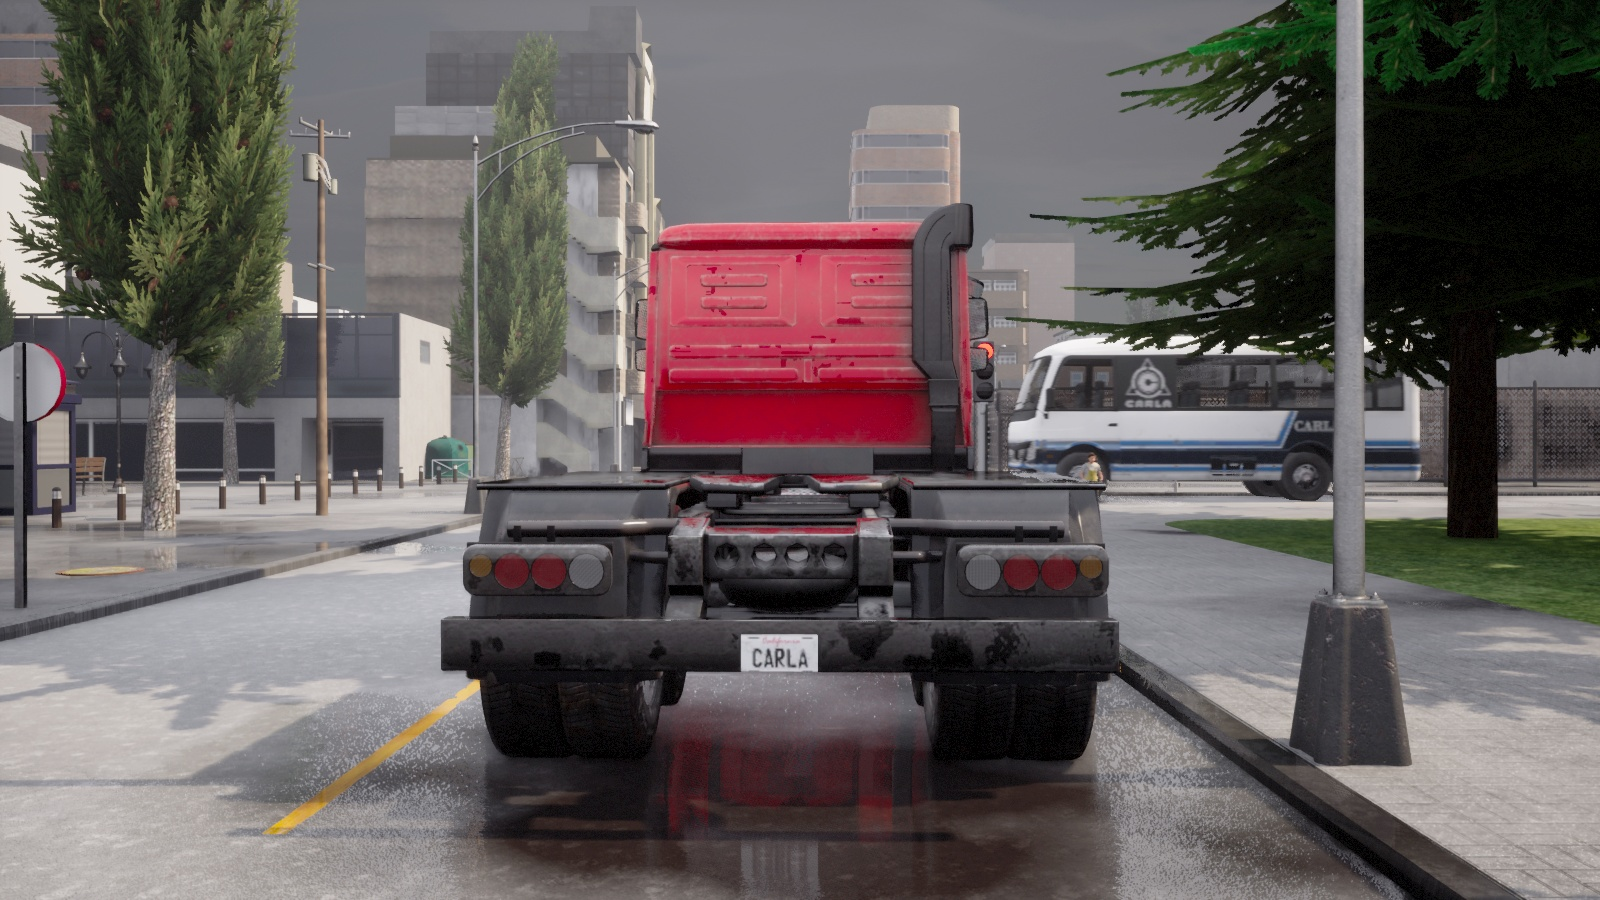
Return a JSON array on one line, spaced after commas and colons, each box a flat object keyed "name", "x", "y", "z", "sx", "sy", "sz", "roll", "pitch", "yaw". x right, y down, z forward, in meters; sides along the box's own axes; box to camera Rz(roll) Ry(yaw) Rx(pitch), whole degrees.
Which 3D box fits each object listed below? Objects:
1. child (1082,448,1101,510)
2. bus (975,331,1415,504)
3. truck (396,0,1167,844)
[{"name": "child", "x": 6.010, "y": 0.595, "z": 25.908, "sx": 0.270, "sy": 1.263, "sz": 0.437, "roll": 0, "pitch": 0, "yaw": -1}, {"name": "bus", "x": 10.006, "y": -0.808, "z": 32.928, "sx": 10.273, "sy": 4.253, "sz": 3.944, "roll": 0, "pitch": 0, "yaw": 0}, {"name": "truck", "x": 0.020, "y": -0.284, "z": 8.679, "sx": 2.891, "sy": 3.462, "sz": 7.936, "roll": 0, "pitch": 0, "yaw": 1}]
